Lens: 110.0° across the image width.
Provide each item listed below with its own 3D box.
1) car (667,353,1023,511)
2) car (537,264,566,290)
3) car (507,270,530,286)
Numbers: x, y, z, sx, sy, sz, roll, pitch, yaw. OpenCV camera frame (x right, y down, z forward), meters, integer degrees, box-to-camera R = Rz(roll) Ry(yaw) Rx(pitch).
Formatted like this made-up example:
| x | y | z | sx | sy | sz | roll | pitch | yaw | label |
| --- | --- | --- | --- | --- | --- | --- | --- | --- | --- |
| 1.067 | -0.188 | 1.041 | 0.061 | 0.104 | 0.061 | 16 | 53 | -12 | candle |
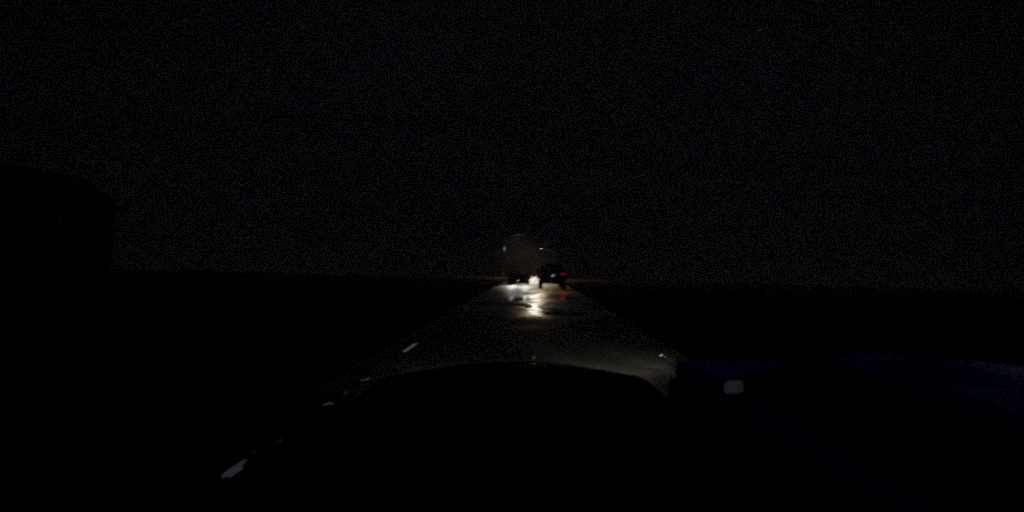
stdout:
| x | y | z | sx | sy | sz | roll | pitch | yaw | label |
| --- | --- | --- | --- | --- | --- | --- | --- | --- | --- |
| 2.519 | 1.303 | 1.930 | 1.882 | 1.535 | 5.008 | 2 | -1 | 3 | car |
| 3.281 | 1.669 | 30.020 | 2.150 | 2.045 | 5.566 | 2 | -2 | 3 | car |
| 0.666 | 2.054 | 33.852 | 1.994 | 1.385 | 4.181 | 2 | -2 | 3 | car |
